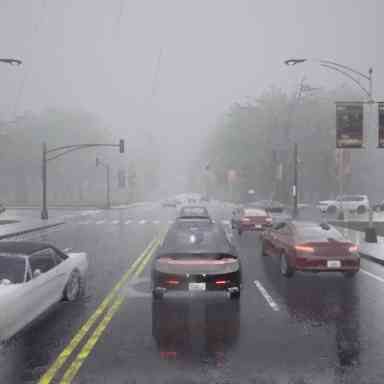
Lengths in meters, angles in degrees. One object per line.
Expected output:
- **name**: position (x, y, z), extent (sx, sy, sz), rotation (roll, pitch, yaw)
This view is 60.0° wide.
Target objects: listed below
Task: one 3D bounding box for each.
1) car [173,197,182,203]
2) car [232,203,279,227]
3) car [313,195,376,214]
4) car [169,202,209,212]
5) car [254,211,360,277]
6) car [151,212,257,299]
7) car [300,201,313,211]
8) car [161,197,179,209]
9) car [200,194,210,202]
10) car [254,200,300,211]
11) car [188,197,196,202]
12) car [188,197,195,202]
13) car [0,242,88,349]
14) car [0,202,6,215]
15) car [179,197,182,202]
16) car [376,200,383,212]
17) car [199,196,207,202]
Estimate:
- **car**: position (-3.327, 1.890, 77.967), extent (1.812, 1.442, 4.674), rotation (0, -1, 0)
- **car**: position (3.342, 1.554, 18.947), extent (1.812, 1.442, 4.674), rotation (0, 0, 1)
- **car**: position (17.070, 1.397, 37.512), extent (5.566, 2.045, 2.150), rotation (0, 0, -1)
- **car**: position (0.084, 1.516, 17.829), extent (2.128, 1.511, 4.902), rotation (0, 0, 0)
- **car**: position (3.336, 1.532, 10.138), extent (1.812, 1.442, 4.674), rotation (0, 0, 0)
- **car**: position (0.092, 1.496, 8.421), extent (2.128, 1.511, 4.902), rotation (0, 0, 0)
- **car**: position (14.826, 1.770, 40.736), extent (4.718, 1.301, 1.895), rotation (0, 0, 0)
- **car**: position (-3.323, 1.705, 48.318), extent (1.994, 1.385, 4.181), rotation (0, 0, -1)
- **car**: position (3.169, 1.638, 82.534), extent (2.150, 2.045, 5.566), rotation (0, -1, 0)
- **car**: position (8.228, 1.609, 34.668), extent (4.902, 1.511, 2.128), rotation (1, 0, 7)
- **car**: position (-0.081, 1.889, 82.464), extent (1.882, 1.535, 5.008), rotation (0, -1, 0)
- **car**: position (-0.093, 1.960, 92.918), extent (1.994, 1.385, 4.181), rotation (0, -1, 0)
- **car**: position (-3.355, 1.603, 5.518), extent (1.895, 1.301, 4.718), rotation (0, 0, 0)
- **car**: position (-20.171, 1.222, 30.493), extent (5.566, 2.045, 2.150), rotation (0, 0, -1)
- **car**: position (-3.329, 1.811, 67.841), extent (2.033, 1.411, 5.357), rotation (0, -1, 0)
- **car**: position (23.958, 1.693, 40.817), extent (5.008, 1.535, 1.882), rotation (0, 0, 0)
- **car**: position (3.157, 1.948, 92.921), extent (2.033, 1.411, 5.357), rotation (0, -1, 0)
